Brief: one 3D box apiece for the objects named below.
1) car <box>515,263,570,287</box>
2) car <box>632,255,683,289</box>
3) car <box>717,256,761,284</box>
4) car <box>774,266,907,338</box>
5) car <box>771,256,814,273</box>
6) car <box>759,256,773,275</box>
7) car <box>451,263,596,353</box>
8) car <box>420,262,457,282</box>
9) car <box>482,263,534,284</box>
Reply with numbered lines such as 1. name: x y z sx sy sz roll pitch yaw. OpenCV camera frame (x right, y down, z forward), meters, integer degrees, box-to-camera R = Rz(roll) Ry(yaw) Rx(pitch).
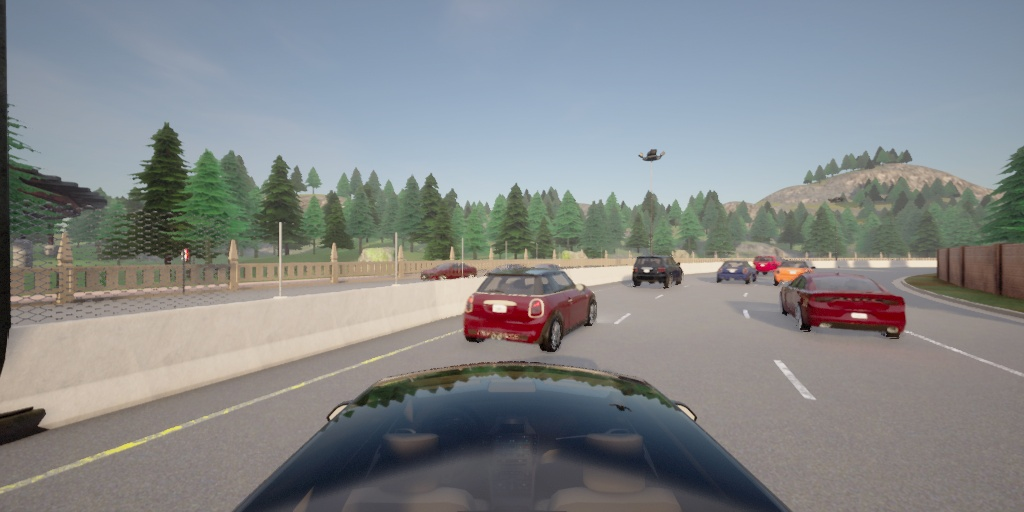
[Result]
1. car: 2.292 1.282 25.804 1.812 1.442 4.674 0 0 35
2. car: 9.738 0.977 23.830 2.150 2.045 5.566 0 0 36
3. car: 17.226 1.106 27.363 2.097 1.767 4.553 0 0 41
4. car: 9.238 1.228 10.421 1.882 1.535 5.008 0 0 30
5. car: 19.745 1.104 24.992 2.097 1.767 4.553 0 0 41
6. car: 26.093 0.976 36.140 5.566 2.045 2.150 0 0 -41
7. car: 0.702 1.103 9.265 2.097 1.767 4.553 0 0 27
8. car: -4.858 1.236 27.762 1.882 1.535 5.008 0 0 35
9. car: -0.247 1.321 28.219 1.994 1.385 4.181 0 0 36
